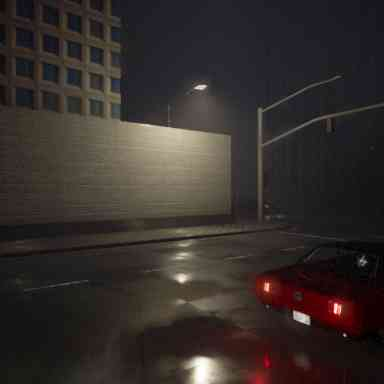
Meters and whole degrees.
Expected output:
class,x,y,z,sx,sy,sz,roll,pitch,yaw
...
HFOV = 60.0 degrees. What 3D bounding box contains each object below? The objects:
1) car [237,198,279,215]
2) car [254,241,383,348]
class,x,y,z,sx,sy,sz,roll,pitch,yaw
car,6.862,1.402,34.721,2.097,1.767,4.553,0,0,-35
car,3.466,1.599,6.259,4.718,1.301,1.895,0,0,-35
